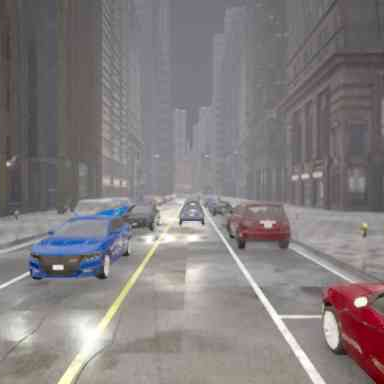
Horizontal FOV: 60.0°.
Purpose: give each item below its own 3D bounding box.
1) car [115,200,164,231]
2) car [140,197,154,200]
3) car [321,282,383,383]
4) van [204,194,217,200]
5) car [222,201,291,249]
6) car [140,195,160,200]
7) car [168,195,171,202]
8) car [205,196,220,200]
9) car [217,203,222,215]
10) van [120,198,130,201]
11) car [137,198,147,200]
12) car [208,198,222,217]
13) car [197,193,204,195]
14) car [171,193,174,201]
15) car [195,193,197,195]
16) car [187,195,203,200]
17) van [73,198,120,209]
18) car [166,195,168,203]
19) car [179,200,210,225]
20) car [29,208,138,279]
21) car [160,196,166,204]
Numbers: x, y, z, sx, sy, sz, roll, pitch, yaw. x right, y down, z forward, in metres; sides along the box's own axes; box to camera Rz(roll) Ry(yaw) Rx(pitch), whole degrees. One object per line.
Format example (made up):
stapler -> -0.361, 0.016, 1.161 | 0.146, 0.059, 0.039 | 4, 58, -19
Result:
car -> -3.070, 1.459, 20.462 | 1.882, 1.535, 5.008 | 0, 0, 0
car -> -5.785, 1.536, 36.882 | 1.947, 1.339, 4.313 | 0, 0, 0
car -> 2.761, 1.541, 3.194 | 1.887, 1.381, 4.507 | 0, 0, 0
van -> 2.737, 1.306, 42.522 | 1.690, 1.788, 3.998 | 0, 0, 0
car -> 2.754, 1.301, 14.431 | 2.192, 1.841, 5.009 | 0, 0, 0
car -> -5.788, 1.281, 42.501 | 2.192, 1.841, 5.009 | 0, 0, 0
car -> -5.802, 1.519, 64.976 | 1.947, 1.339, 4.313 | 0, 0, 0
car -> 2.740, 1.514, 36.904 | 1.887, 1.381, 4.507 | 0, 0, 0
car -> 2.750, 1.563, 20.049 | 1.802, 1.307, 4.206 | 0, 0, 0
van -> -5.778, 1.319, 25.644 | 1.690, 1.788, 3.998 | 0, 0, 0
car -> -5.781, 1.524, 31.264 | 2.008, 1.369, 4.403 | 0, 0, 0
car -> 2.744, 1.539, 31.286 | 1.947, 1.339, 4.313 | 0, 0, 0
car -> 2.710, 1.469, 87.639 | 1.752, 1.417, 4.829 | 0, 0, 0
car -> -5.808, 1.472, 76.044 | 1.752, 1.417, 4.829 | 0, 0, 0
car -> 2.706, 1.259, 93.088 | 2.192, 1.841, 5.009 | 0, 0, 0
car -> 0.049, 1.473, 42.058 | 1.837, 1.490, 4.892 | 0, 1, 0
van -> -5.775, 1.323, 20.026 | 1.690, 1.788, 3.998 | 0, 0, 0
car -> -5.798, 1.501, 59.358 | 1.887, 1.381, 4.507 | 0, 0, 0
car -> 0.003, 1.526, 24.044 | 2.033, 1.411, 5.357 | 0, 0, 0
car -> -3.099, 1.468, 10.185 | 1.882, 1.535, 5.008 | 0, 0, 0
car -> -5.795, 1.399, 53.739 | 1.967, 1.590, 4.097 | 0, 0, 0
